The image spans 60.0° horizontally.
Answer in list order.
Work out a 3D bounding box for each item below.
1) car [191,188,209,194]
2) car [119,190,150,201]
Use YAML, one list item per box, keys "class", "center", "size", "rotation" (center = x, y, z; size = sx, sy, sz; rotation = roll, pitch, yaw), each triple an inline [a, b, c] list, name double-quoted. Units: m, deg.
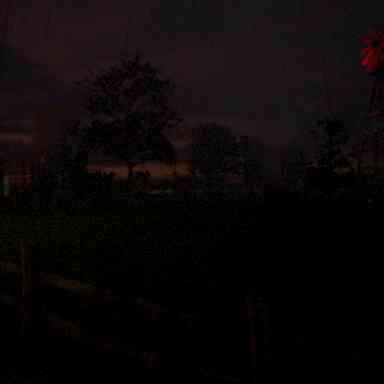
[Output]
- class: "car"
  center: [1.134, -0.094, 59.361]
  size: [1.882, 1.535, 5.008]
  rotation: [1, 1, 37]
- class: "car"
  center: [-8.132, 0.571, 47.088]
  size: [1.837, 1.490, 4.892]
  rotation: [1, 2, 37]
